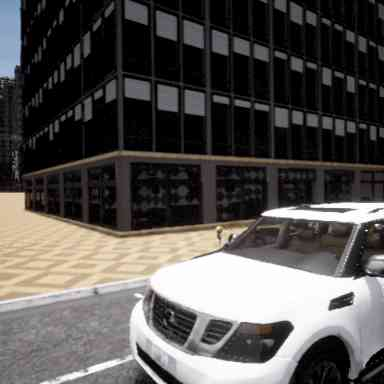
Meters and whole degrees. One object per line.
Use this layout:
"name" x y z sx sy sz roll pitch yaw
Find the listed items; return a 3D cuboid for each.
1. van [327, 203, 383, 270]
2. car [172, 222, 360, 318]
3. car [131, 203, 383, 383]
"van" 6.466 1.303 11.147 3.998 1.788 1.690 0 -1 -35
"car" 1.874 1.547 7.868 4.313 1.339 1.947 0 -1 -35
"car" 1.947 1.209 4.753 5.566 2.045 2.150 0 0 -35
